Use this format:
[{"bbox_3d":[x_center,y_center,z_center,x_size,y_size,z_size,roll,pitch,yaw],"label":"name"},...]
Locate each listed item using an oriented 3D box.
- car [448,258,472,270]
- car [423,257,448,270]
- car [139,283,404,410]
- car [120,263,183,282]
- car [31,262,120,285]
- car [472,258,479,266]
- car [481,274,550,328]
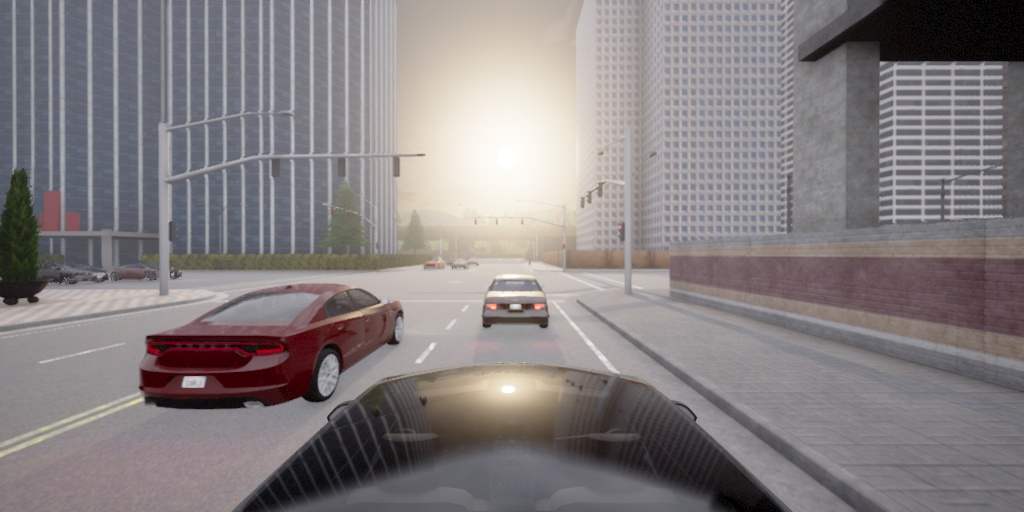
[{"bbox_3d":[-7.024,1.089,48.763,1.812,1.442,4.674,0,0,0],"label":"car"},{"bbox_3d":[-10.544,0.916,48.562,2.097,1.767,4.553,0,0,0],"label":"car"},{"bbox_3d":[-3.439,1.209,6.377,1.882,1.535,5.008,0,0,0],"label":"car"},{"bbox_3d":[-28.049,1.211,27.562,4.181,1.385,1.994,0,0,0],"label":"car"},{"bbox_3d":[-30.106,1.152,24.050,4.902,1.511,2.128,0,0,0],"label":"car"},{"bbox_3d":[-6.983,1.027,64.416,1.812,1.442,4.674,0,0,1],"label":"car"},{"bbox_3d":[0.091,1.260,11.189,2.033,1.411,5.357,0,0,0],"label":"car"}]
